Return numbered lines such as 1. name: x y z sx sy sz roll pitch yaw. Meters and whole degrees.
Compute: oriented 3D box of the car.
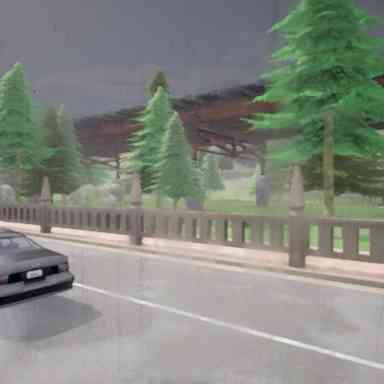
1. car: -4.897 1.523 7.487 5.357 1.411 2.033 0 0 36
